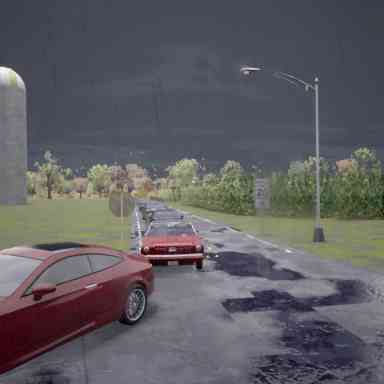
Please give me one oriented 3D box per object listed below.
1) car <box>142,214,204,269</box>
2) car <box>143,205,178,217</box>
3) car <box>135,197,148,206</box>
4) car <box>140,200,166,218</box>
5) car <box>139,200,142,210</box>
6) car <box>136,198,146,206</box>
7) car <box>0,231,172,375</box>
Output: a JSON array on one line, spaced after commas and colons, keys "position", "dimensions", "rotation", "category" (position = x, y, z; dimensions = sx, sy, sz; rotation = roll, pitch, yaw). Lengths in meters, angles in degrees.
[{"position": [-0.709, 1.664, 11.370], "dimensions": [1.895, 1.301, 4.718], "rotation": [-1, 0, -5], "category": "car"}, {"position": [-1.413, 1.650, 17.817], "dimensions": [1.994, 1.385, 4.181], "rotation": [-1, 0, -10], "category": "car"}, {"position": [-9.257, 1.769, 60.863], "dimensions": [2.128, 1.511, 4.902], "rotation": [-1, 0, -11], "category": "car"}, {"position": [-2.376, 1.601, 23.452], "dimensions": [2.128, 1.511, 4.902], "rotation": [-1, 0, -10], "category": "car"}, {"position": [-3.501, 1.702, 29.871], "dimensions": [1.994, 1.385, 4.181], "rotation": [-1, 0, -10], "category": "car"}, {"position": [-5.996, 1.746, 43.581], "dimensions": [2.033, 1.411, 5.357], "rotation": [-1, 0, -11], "category": "car"}, {"position": [-2.370, 1.557, 5.056], "dimensions": [1.812, 1.442, 4.674], "rotation": [0, -1, 29], "category": "car"}]
